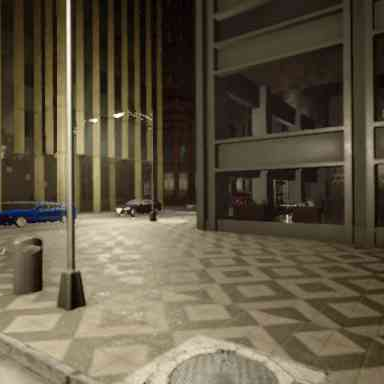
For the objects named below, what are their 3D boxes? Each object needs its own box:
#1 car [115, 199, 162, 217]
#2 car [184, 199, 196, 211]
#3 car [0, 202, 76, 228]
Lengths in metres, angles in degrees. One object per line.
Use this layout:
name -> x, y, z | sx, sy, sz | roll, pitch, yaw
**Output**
car -> -4.778, 1.402, 30.001 | 2.128, 1.511, 4.902 | -1, 0, 35
car -> 1.037, 1.396, 38.203 | 1.812, 1.442, 4.674 | -1, 0, 35
car -> -10.259, 1.428, 22.283 | 1.882, 1.535, 5.008 | -1, 0, 37
